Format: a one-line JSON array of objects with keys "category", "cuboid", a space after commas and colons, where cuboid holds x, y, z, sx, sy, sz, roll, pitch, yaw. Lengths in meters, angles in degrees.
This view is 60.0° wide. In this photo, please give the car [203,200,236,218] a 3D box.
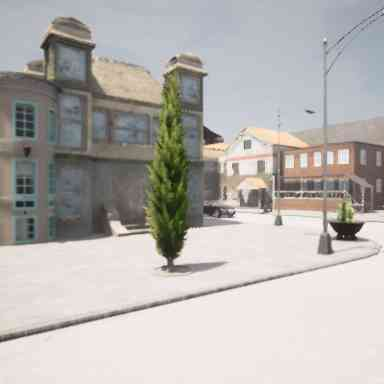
[{"category": "car", "cuboid": [1.928, 1.484, 30.092, 2.128, 1.511, 4.902, 0, 0, -36]}]

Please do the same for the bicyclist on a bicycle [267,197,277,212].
[{"category": "bicyclist on a bicycle", "cuboid": [8.492, 1.338, 35.351, 1.656, 1.620, 0.582, 0, 0, -36]}]
